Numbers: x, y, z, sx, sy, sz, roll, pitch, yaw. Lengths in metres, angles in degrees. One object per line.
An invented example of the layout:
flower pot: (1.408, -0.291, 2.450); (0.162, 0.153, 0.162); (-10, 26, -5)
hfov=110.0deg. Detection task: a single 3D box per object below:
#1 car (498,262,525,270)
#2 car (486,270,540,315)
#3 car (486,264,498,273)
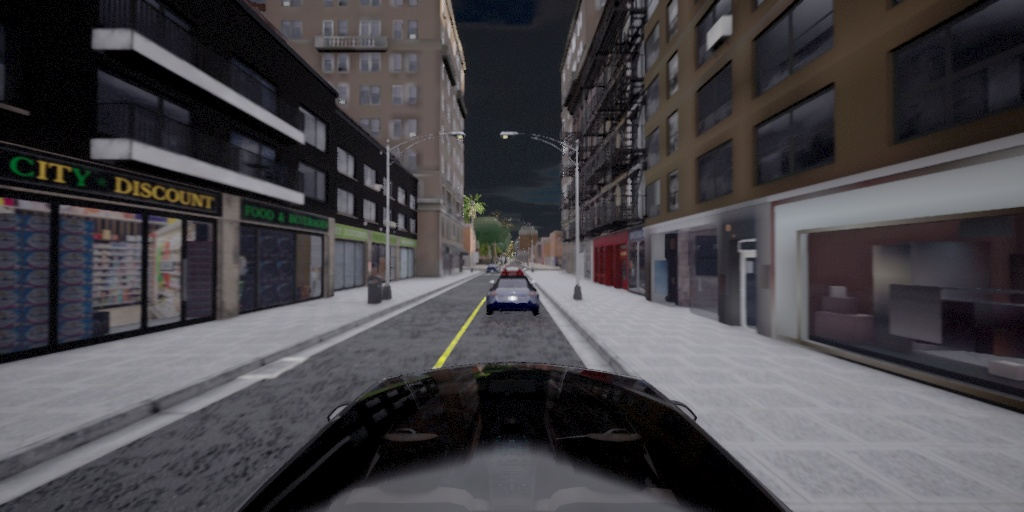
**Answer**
car: (0.043, 1.530, 30.531); (1.882, 1.535, 5.008); (0, 0, 0)
car: (0.042, 1.445, 14.346); (1.994, 1.385, 4.181); (0, 0, 1)
car: (-2.794, 1.855, 53.245); (2.033, 1.411, 5.357); (0, -1, 0)
